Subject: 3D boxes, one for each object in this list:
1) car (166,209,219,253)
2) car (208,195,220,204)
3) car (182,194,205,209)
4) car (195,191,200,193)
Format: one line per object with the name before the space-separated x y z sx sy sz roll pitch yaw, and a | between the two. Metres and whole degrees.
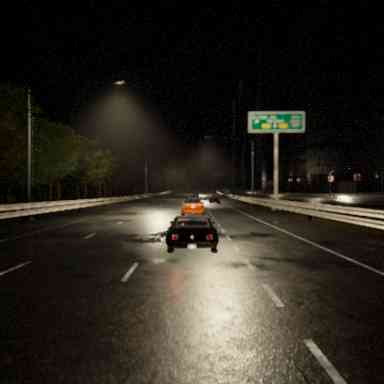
car | 0.020 1.603 13.784 1.895 1.301 4.718 0 0 0
car | 3.993 1.368 60.246 1.837 1.490 4.892 0 0 1
car | 0.109 1.333 31.385 2.097 1.767 4.553 0 0 0
car | 0.974 1.119 95.348 1.994 1.385 4.181 0 1 1
